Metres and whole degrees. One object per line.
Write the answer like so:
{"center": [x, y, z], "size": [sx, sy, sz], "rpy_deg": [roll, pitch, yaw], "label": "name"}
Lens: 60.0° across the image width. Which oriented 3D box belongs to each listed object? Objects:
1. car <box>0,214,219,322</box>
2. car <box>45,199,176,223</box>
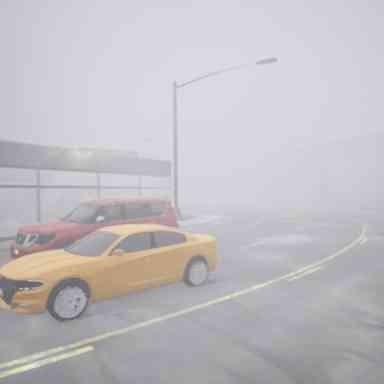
{"center": [-1.552, 1.507, 7.612], "size": [5.008, 1.535, 1.882], "rpy_deg": [0, 0, -42], "label": "car"}
{"center": [-2.846, 1.269, 11.082], "size": [5.566, 2.045, 2.150], "rpy_deg": [-1, 0, -44], "label": "car"}
